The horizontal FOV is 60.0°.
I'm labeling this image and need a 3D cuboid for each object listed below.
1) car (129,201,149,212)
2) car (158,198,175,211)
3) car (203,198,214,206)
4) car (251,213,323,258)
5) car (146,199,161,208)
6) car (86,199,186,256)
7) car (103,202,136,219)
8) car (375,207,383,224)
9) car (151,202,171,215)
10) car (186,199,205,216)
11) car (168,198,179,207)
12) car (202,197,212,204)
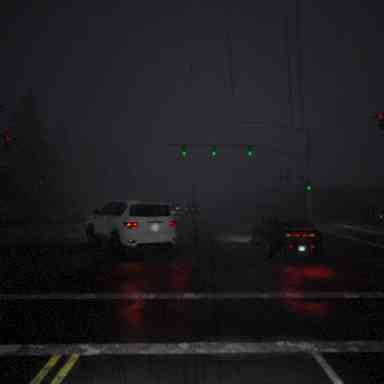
[{"bbox_3d":[-7.099,1.968,45.019,1.895,1.301,4.718,0,0,0],"label":"car"},{"bbox_3d":[-3.589,1.743,47.643,2.097,1.767,4.553,0,-1,0],"label":"car"},{"bbox_3d":[3.482,2.080,67.923,1.812,1.442,4.674,0,0,0],"label":"car"},{"bbox_3d":[3.598,1.610,13.301,1.837,1.490,4.892,0,0,0],"label":"car"},{"bbox_3d":[-7.046,2.045,61.032,2.033,1.411,5.357,0,0,1],"label":"car"},{"bbox_3d":[-2.690,1.317,13.937,2.150,2.045,5.566,2,-1,-31],"label":"car"},{"bbox_3d":[-7.134,1.763,33.334,2.128,1.511,4.902,0,0,1],"label":"car"},{"bbox_3d":[15.987,1.360,23.312,5.566,2.045,2.150,0,0,0],"label":"car"},{"bbox_3d":[-3.589,1.883,39.044,1.994,1.385,4.181,0,0,0],"label":"car"},{"bbox_3d":[0.091,1.846,36.451,2.033,1.411,5.357,0,0,0],"label":"car"},{"bbox_3d":[-3.519,2.001,64.159,1.882,1.535,5.008,0,-1,0],"label":"car"},{"bbox_3d":[3.480,2.038,77.175,2.128,1.511,4.902,0,0,0],"label":"car"}]
